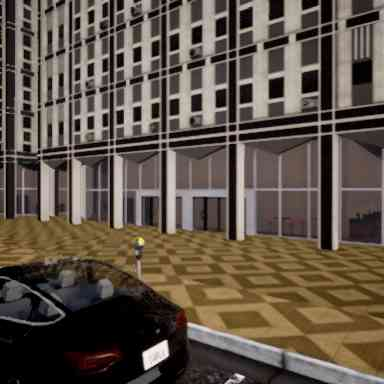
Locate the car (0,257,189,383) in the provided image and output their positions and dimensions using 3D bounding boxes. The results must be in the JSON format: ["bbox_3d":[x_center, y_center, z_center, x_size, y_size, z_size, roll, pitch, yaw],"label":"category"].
[{"bbox_3d":[-2.029,1.548,4.324,4.313,1.339,1.947,0,0,35],"label":"car"}]
